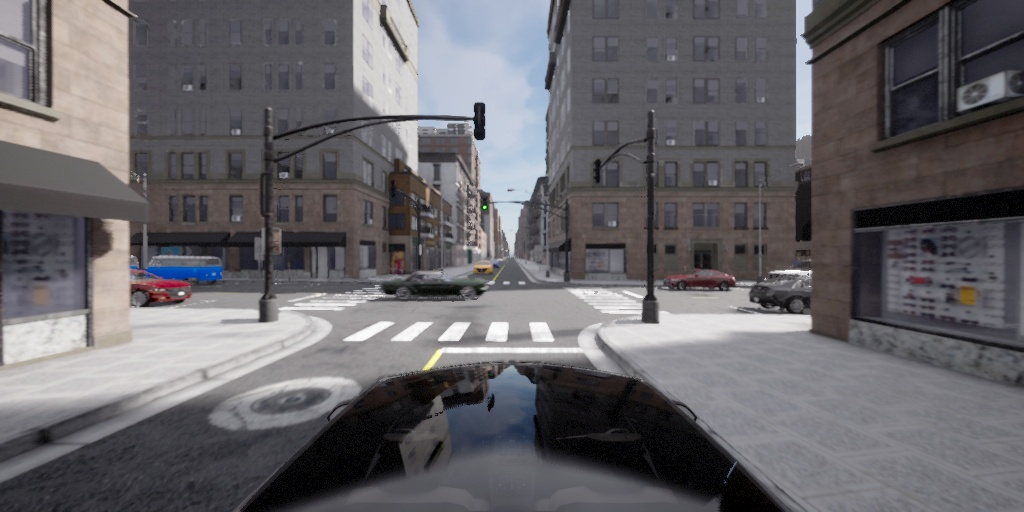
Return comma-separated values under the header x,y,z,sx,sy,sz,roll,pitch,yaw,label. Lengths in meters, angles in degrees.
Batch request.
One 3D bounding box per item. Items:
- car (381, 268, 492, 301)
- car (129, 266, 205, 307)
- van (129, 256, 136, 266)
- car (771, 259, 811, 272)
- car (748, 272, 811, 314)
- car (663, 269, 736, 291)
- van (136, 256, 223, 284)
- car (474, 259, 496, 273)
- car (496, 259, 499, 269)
x,y,z,sx,sy,sz,roll,pitch,yaw,label
-3.479,1.363,16.788,4.718,1.301,1.895,0,0,0,car
-15.154,1.198,14.006,4.507,1.381,1.888,0,0,0,car
-26.109,0.847,22.609,3.998,1.789,1.690,0,0,0,van
17.088,1.162,19.745,5.566,2.045,2.150,1,0,0,car
11.609,1.465,13.837,4.403,1.370,2.007,0,0,0,car
11.637,1.456,22.363,4.207,1.307,1.802,0,0,0,car
-20.617,0.899,22.574,3.998,1.789,1.690,0,0,0,van
-3.117,1.226,39.485,1.882,1.535,5.008,0,0,0,car
-3.088,1.214,57.251,1.882,1.535,5.008,0,0,0,car
